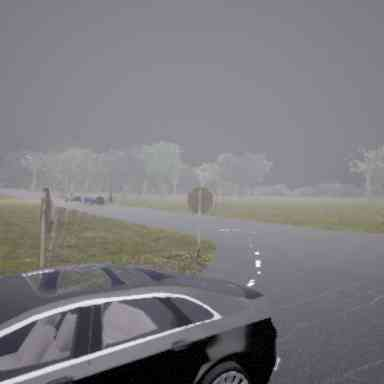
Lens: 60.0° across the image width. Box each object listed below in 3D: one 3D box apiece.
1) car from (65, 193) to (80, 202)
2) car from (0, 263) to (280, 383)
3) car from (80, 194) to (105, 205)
[{"bbox_3d":[-20.354,0.932,57.323,2.033,1.411,5.357,2,0,-35],"label":"car"},{"bbox_3d":[-1.348,1.505,2.901,4.902,1.511,2.128,1,0,-35],"label":"car"},{"bbox_3d":[-14.399,1.052,48.775,1.882,1.535,5.008,2,0,-35],"label":"car"}]
